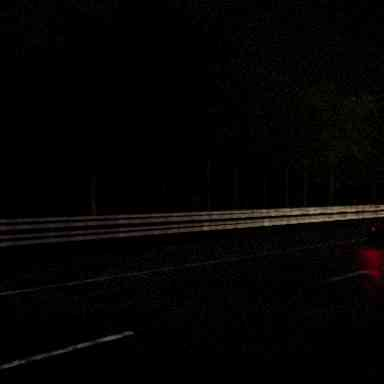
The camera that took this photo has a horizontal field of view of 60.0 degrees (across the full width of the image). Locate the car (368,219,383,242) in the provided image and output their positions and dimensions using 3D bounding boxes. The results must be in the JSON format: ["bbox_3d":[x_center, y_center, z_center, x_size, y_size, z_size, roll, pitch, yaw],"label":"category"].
[{"bbox_3d":[10.135,1.662,15.272,4.718,1.301,1.895,0,0,-36],"label":"car"}]
